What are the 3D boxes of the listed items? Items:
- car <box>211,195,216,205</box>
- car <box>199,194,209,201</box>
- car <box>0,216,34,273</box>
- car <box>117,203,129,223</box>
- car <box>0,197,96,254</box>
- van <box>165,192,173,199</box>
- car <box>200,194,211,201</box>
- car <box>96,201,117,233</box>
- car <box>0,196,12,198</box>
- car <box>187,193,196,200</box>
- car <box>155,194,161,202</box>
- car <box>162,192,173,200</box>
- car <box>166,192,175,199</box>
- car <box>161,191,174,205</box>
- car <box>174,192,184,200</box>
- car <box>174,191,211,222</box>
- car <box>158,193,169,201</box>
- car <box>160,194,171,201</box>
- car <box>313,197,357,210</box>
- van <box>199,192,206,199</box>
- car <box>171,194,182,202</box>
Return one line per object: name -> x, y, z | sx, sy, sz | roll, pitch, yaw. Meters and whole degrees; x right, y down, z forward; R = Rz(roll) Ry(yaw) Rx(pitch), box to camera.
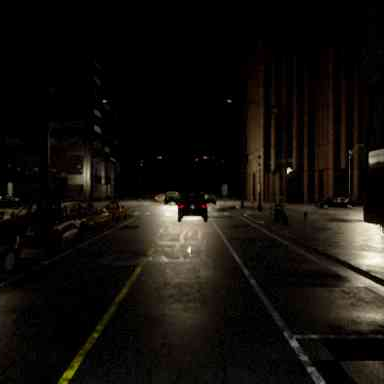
car -> 2.708, 1.154, 51.335 | 1.967, 1.590, 4.097 | 0, 0, 0
car -> 2.683, 1.161, 73.771 | 1.947, 1.339, 4.313 | 0, 0, 0
car -> -5.769, 1.500, 7.727 | 1.887, 1.381, 4.507 | 0, 0, 0
car -> -5.787, 1.387, 24.362 | 1.752, 1.417, 4.829 | 0, 0, 0
car -> -5.774, 1.239, 13.328 | 2.192, 1.841, 5.009 | 0, 0, 0
van -> -5.854, 0.880, 84.961 | 1.690, 1.788, 3.998 | 0, 0, 0
car -> 2.690, 1.175, 68.162 | 2.008, 1.369, 4.403 | 0, 0, 0
car -> -5.781, 1.419, 18.761 | 1.752, 1.417, 4.829 | 0, 0, 0
car -> -19.985, 1.225, 36.176 | 4.902, 1.511, 2.128 | 0, 0, 0
car -> -0.089, 1.071, 81.592 | 2.128, 1.511, 4.902 | 0, 0, 0
car -> -5.829, 1.094, 62.525 | 1.967, 1.590, 4.097 | 0, 0, 0
car -> -5.847, 0.882, 79.352 | 2.192, 1.841, 5.009 | 0, 0, 0
car -> -5.860, 0.826, 90.571 | 2.192, 1.841, 5.009 | 0, 0, 0
car -> -3.129, 0.930, 52.357 | 2.150, 2.045, 5.566 | 0, 0, 0
car -> -3.086, 0.926, 78.418 | 2.097, 1.767, 4.553 | 0, 0, 0
car -> 0.053, 1.081, 24.833 | 2.150, 2.045, 5.566 | 0, 0, 0
car -> -5.835, 1.064, 68.134 | 1.967, 1.590, 4.097 | 0, 0, 0
car -> -5.842, 1.146, 73.744 | 2.008, 1.369, 4.403 | 0, 0, 0
car -> 16.982, 1.351, 39.643 | 4.892, 1.490, 1.837 | 0, 0, 0
van -> 2.671, 0.880, 84.988 | 1.690, 1.788, 3.998 | 0, 0, 0
car -> -3.072, 1.200, 65.868 | 1.994, 1.385, 4.181 | 0, 0, 0
